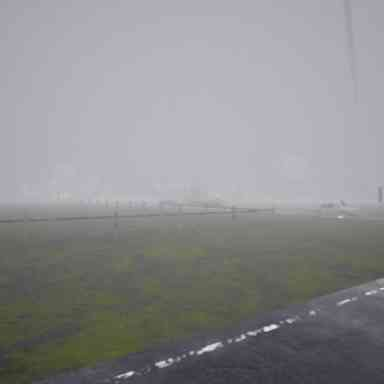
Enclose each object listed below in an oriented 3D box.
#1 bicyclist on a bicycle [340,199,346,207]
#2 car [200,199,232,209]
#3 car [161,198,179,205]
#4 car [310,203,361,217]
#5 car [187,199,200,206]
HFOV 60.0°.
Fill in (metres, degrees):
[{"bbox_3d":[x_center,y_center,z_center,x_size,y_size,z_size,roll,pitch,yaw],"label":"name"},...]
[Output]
[{"bbox_3d":[18.083,1.723,40.046,1.656,1.620,0.582,0,0,-35],"label":"bicyclist on a bicycle"},{"bbox_3d":[3.925,1.777,49.898,2.128,1.511,4.902,0,0,-35],"label":"car"},{"bbox_3d":[-4.538,1.856,66.958,2.128,1.511,4.902,0,0,-35],"label":"car"},{"bbox_3d":[14.790,1.830,34.330,1.895,1.301,4.718,0,0,-35],"label":"car"},{"bbox_3d":[1.170,1.875,58.884,2.033,1.411,5.357,0,0,-34],"label":"car"}]
